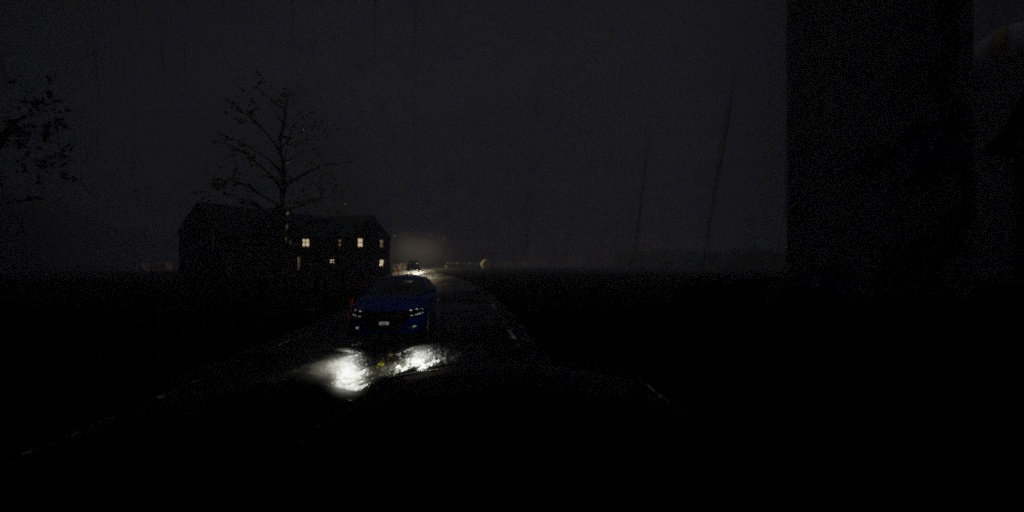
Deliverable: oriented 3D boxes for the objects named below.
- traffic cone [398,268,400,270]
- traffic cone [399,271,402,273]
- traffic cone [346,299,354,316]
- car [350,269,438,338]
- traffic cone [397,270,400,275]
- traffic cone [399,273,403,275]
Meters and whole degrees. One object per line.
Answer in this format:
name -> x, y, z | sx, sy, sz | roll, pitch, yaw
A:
traffic cone -> -14.469, 2.189, 46.021 | 0.340, 0.580, 0.340 | 0, 0, -20
traffic cone -> -11.166, 2.082, 36.702 | 0.340, 0.580, 0.340 | 0, 0, -18
traffic cone -> -5.691, 1.824, 12.766 | 0.340, 0.580, 0.340 | 0, 0, -8
car -> -3.306, 1.322, 10.818 | 1.882, 1.535, 5.008 | 0, -1, -8
traffic cone -> -12.738, 2.135, 41.361 | 0.340, 0.580, 0.340 | 0, 0, -20
traffic cone -> -9.751, 2.029, 31.993 | 0.340, 0.580, 0.340 | 0, 0, -16
